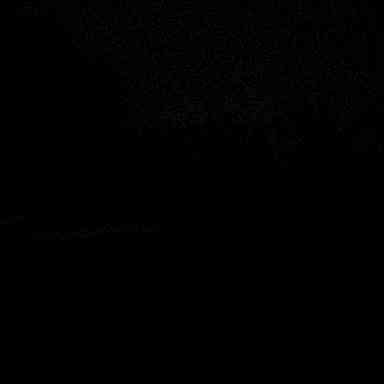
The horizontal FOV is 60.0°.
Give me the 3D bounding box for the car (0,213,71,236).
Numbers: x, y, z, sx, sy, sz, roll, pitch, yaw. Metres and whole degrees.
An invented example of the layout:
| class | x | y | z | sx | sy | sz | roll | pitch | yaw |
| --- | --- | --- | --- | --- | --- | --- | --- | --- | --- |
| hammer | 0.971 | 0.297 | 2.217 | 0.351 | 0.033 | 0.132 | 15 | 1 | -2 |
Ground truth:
| class | x | y | z | sx | sy | sz | roll | pitch | yaw |
| --- | --- | --- | --- | --- | --- | --- | --- | --- | --- |
| car | -10.915 | 2.141 | 22.510 | 2.033 | 1.411 | 5.357 | -4 | -4 | 36 |
